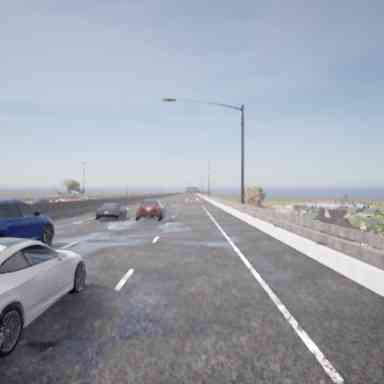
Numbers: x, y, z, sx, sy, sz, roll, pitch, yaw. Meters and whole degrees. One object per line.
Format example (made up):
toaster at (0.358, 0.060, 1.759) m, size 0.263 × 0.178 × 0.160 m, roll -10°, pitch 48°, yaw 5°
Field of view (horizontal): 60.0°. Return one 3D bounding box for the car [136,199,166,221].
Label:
car at (-3.383, 1.402, 28.059) m, size 2.097 × 1.767 × 4.553 m, roll 0°, pitch 0°, yaw 0°

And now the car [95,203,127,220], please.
car at (-6.883, 1.615, 28.768) m, size 1.994 × 1.385 × 4.181 m, roll 0°, pitch 0°, yaw 0°

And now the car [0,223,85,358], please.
car at (-3.396, 1.538, 5.879) m, size 1.812 × 1.442 × 4.674 m, roll 0°, pitch 0°, yaw 0°

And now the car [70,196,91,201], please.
car at (-17.519, 1.561, 53.779) m, size 1.882 × 1.535 × 5.008 m, roll 0°, pitch 0°, yaw 1°

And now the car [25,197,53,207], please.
car at (-24.514, 1.574, 53.453) m, size 2.128 × 1.511 × 4.902 m, roll 0°, pitch 0°, yaw 1°

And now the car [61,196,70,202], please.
car at (-21.012, 1.437, 55.262) m, size 2.097 × 1.767 × 4.553 m, roll 0°, pitch 0°, yaw 1°

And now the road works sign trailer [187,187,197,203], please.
road works sign trailer at (0.042, 0.566, 75.589) m, size 2.380 × 3.560 × 2.880 m, roll 0°, pitch 0°, yaw 0°

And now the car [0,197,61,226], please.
car at (-6.892, 1.244, 11.681) m, size 2.150 × 2.045 × 5.566 m, roll 0°, pitch 0°, yaw 0°
